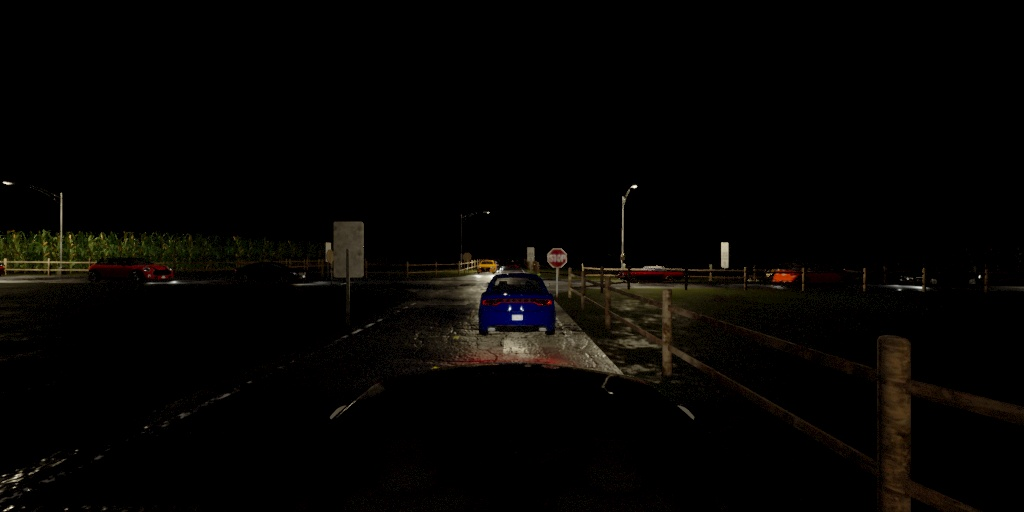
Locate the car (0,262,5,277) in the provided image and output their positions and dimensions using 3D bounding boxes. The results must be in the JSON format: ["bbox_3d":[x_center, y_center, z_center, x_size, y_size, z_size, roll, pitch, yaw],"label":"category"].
[{"bbox_3d":[-40.075,0.673,25.617,5.566,2.045,2.150,0,0,1],"label":"car"}]

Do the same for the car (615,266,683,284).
[{"bbox_3d":[10.502,1.442,27.793,4.718,1.301,1.895,0,0,-2],"label":"car"}]

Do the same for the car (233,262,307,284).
[{"bbox_3d":[-17.015,1.155,25.322,4.674,1.442,1.812,0,0,1],"label":"car"}]

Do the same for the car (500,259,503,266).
[{"bbox_3d":[-2.713,1.309,51.006,1.994,1.385,4.181,0,0,0],"label":"car"}]

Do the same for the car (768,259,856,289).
[{"bbox_3d":[20.955,1.291,24.868,4.553,1.767,2.097,1,0,1],"label":"car"}]

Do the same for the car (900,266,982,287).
[{"bbox_3d":[32.994,1.544,27.666,4.892,1.490,1.837,1,0,1],"label":"car"}]

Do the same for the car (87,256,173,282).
[{"bbox_3d":[-26.947,0.903,25.446,4.553,1.767,2.097,0,0,1],"label":"car"}]

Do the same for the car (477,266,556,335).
[{"bbox_3d":[0.123,1.227,10.499,1.882,1.535,5.008,0,0,0],"label":"car"}]

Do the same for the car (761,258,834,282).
[{"bbox_3d":[22.558,1.167,27.800,5.566,2.045,2.150,1,0,0],"label":"car"}]

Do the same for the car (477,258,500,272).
[{"bbox_3d":[-2.787,1.223,40.990,1.882,1.535,5.008,0,0,1],"label":"car"}]
